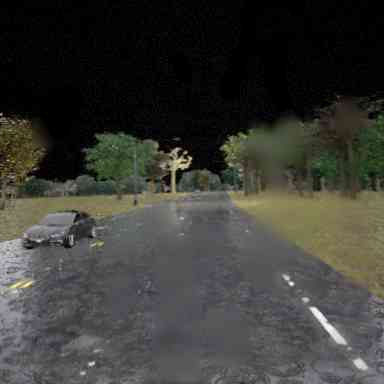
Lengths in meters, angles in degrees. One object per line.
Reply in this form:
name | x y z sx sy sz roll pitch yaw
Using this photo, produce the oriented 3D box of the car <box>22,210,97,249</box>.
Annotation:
car | -5.836 1.626 15.262 1.837 1.490 4.892 -2 0 2
